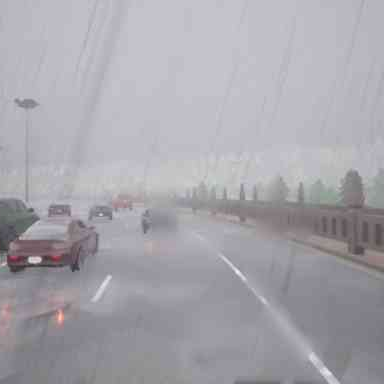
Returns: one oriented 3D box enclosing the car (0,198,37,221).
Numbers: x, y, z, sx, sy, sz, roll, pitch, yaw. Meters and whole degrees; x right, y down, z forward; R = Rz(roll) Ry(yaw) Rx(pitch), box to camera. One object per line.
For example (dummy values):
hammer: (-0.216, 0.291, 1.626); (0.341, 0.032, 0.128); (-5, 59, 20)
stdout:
car: (-8.113, 1.250, 13.865); (2.150, 2.045, 5.566); (0, 0, -8)

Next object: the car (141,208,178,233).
car: (-2.052, 1.607, 19.699); (1.895, 1.301, 4.718); (0, 0, -11)

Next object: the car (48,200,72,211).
car: (-12.594, 1.521, 31.923); (1.882, 1.535, 5.008); (0, 0, -18)

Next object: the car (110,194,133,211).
car: (-9.047, 1.251, 42.057); (2.150, 2.045, 5.566); (0, 0, -23)

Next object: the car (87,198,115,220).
car: (-7.836, 1.531, 28.530); (1.837, 1.490, 4.892); (0, 0, -16)

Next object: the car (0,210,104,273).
car: (-4.208, 1.540, 10.661); (1.812, 1.442, 4.674); (0, 0, -6)
